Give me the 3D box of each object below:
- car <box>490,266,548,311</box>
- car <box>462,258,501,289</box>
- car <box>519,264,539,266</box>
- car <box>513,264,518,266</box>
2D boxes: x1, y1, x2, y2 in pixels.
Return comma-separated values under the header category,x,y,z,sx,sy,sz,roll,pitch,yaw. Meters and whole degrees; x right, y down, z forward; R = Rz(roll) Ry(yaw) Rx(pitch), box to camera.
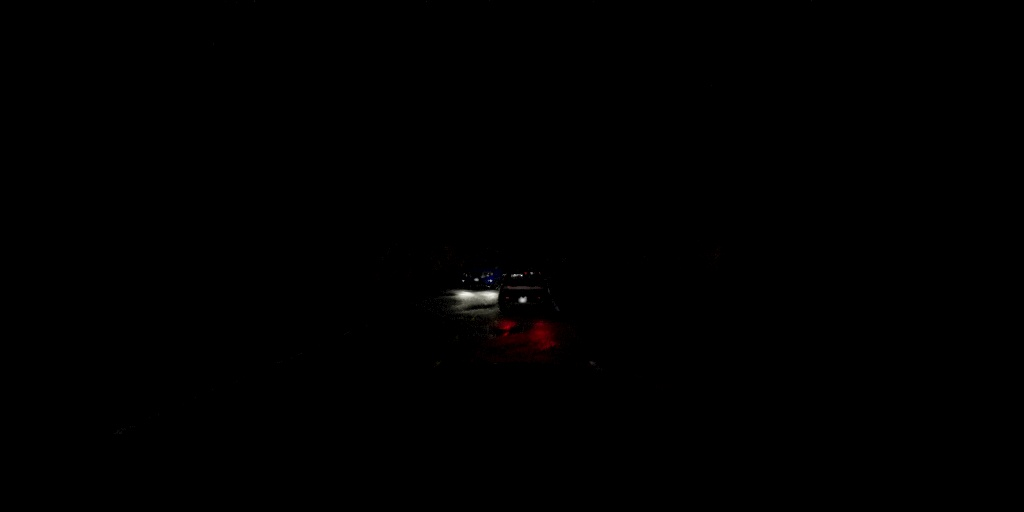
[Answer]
category,x,y,z,sx,sy,sz,roll,pitch,yaw
car,0.498,1.362,15.107,2.128,1.511,4.902,0,0,3
car,-2.002,1.178,25.607,2.150,2.045,5.566,0,-1,6
car,2.038,1.577,33.812,2.033,1.411,5.357,0,0,7
car,1.064,1.718,48.837,1.994,1.385,4.181,0,-1,9
